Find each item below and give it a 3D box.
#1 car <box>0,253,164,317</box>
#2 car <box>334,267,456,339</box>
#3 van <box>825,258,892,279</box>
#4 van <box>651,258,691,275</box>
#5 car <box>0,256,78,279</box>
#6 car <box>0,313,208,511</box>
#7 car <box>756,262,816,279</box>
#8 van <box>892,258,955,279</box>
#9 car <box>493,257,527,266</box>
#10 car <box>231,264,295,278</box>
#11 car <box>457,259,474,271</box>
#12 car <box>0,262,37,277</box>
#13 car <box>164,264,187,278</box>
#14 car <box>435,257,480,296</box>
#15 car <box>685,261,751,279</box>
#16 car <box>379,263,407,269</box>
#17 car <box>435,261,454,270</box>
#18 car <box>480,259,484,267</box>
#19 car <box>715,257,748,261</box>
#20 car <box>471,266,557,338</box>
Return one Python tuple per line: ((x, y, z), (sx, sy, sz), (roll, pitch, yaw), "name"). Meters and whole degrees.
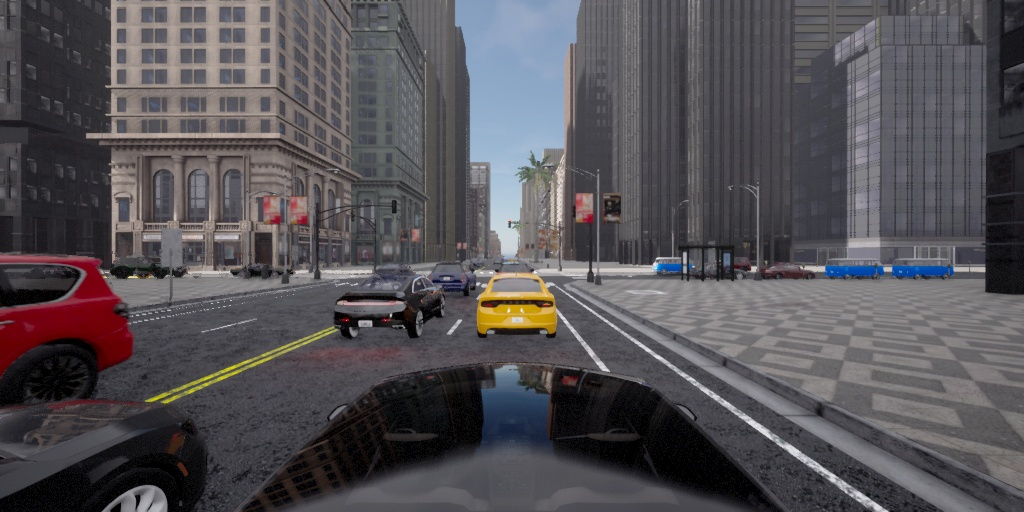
((-6.598, 0.973, 2.853), (2.150, 2.045, 5.566), (0, 0, 0), "car")
((-3.138, 1.241, 10.128), (2.128, 1.511, 4.902), (0, 0, 0), "car")
((28.471, 1.082, 29.817), (3.998, 1.789, 1.690), (0, 0, 0), "van")
((17.125, 1.065, 38.357), (3.998, 1.789, 1.690), (0, 0, 0), "van")
((-43.719, 1.020, 32.739), (5.566, 2.045, 2.150), (0, 0, 0), "car")
((-3.152, 1.255, 0.612), (1.837, 1.490, 4.892), (0, 0, 0), "car")
((22.793, 1.327, 29.825), (4.207, 1.307, 1.802), (0, 0, 0), "car")
((34.148, 1.080, 29.810), (3.998, 1.789, 1.690), (0, 0, 0), "van")
((0.128, 1.102, 19.291), (2.097, 1.767, 4.553), (0, 0, 0), "car")
((-22.539, 1.375, 32.593), (4.718, 1.301, 1.895), (0, 0, 0), "car")
((-6.524, 1.257, 50.677), (1.837, 1.490, 4.892), (0, 0, -1), "car")
((-51.208, 1.325, 35.980), (4.674, 1.442, 1.812), (0, 0, 0), "car")
((-33.012, 1.007, 32.664), (5.566, 2.045, 2.150), (0, 0, 0), "car")
((-3.122, 1.102, 19.267), (2.097, 1.767, 4.553), (0, 0, 0), "car")
((17.116, 1.299, 29.832), (4.403, 1.370, 2.007), (0, 0, 0), "car")
((-9.804, 1.297, 29.630), (2.033, 1.411, 5.357), (0, 0, 0), "car")
((-9.764, 1.353, 52.074), (1.895, 1.301, 4.718), (0, 0, 0), "car")
((-6.484, 1.105, 60.422), (2.097, 1.767, 4.553), (0, 0, 1), "car")
((22.803, 1.035, 38.350), (5.009, 1.841, 2.192), (0, 0, 0), "car")
((0.111, 1.227, 10.217), (1.882, 1.535, 5.008), (0, 0, 0), "car")
